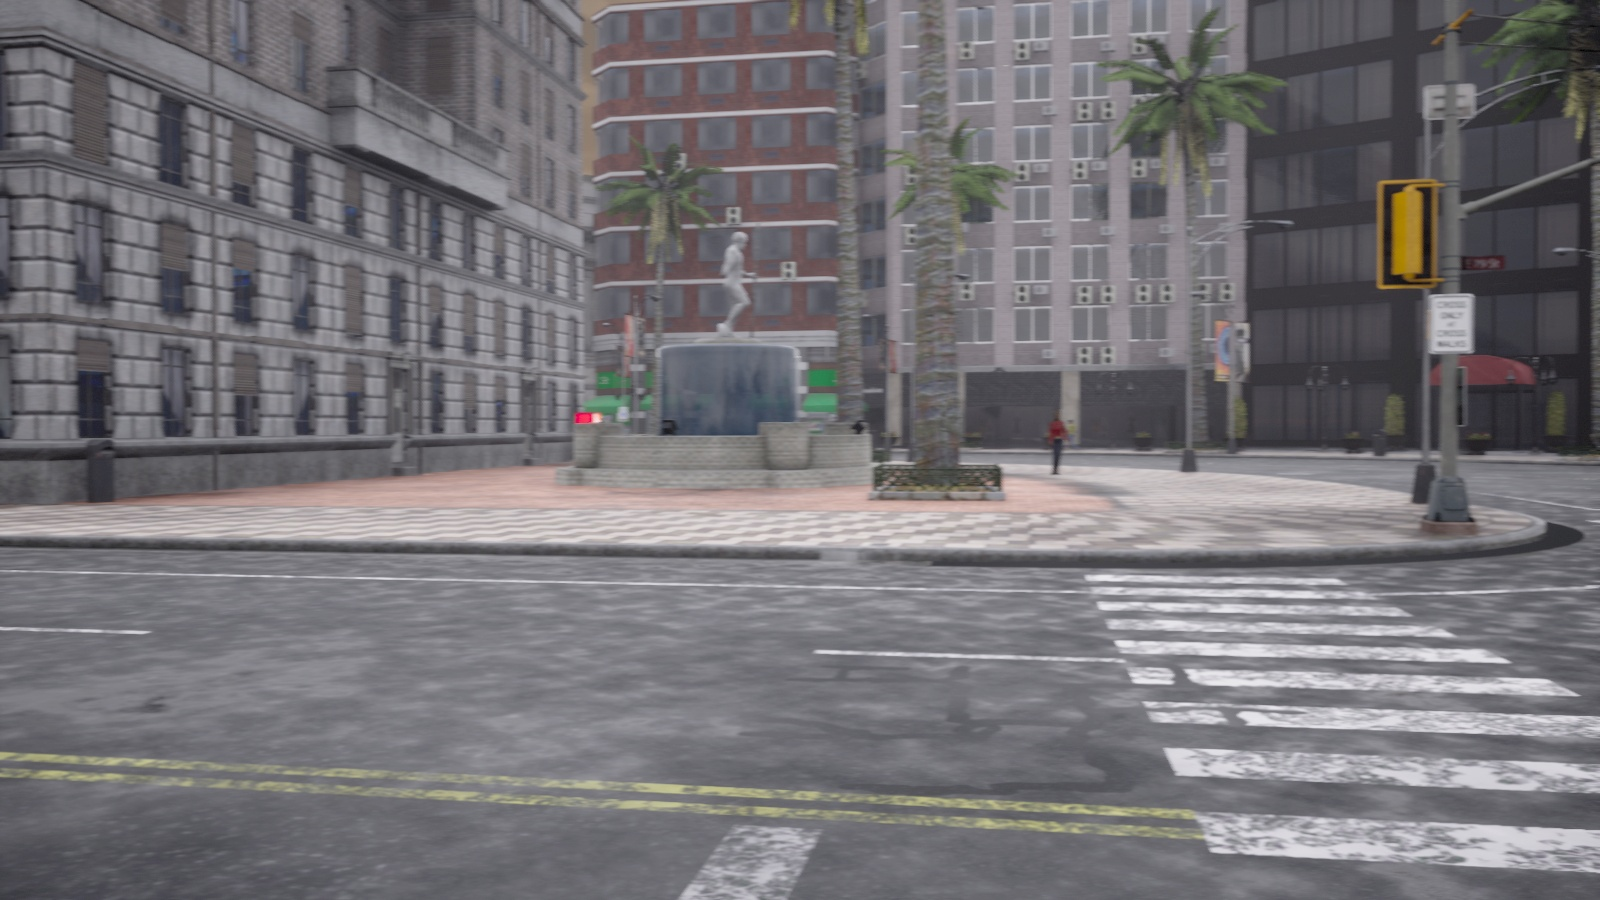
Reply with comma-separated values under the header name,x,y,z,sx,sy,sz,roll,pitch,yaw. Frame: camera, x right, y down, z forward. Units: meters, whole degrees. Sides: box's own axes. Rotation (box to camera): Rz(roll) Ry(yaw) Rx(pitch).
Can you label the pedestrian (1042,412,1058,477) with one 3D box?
name,x,y,z,sx,sy,sz,roll,pitch,yaw
pedestrian,7.142,-0.156,35.930,0.331,1.846,0.636,0,1,2
